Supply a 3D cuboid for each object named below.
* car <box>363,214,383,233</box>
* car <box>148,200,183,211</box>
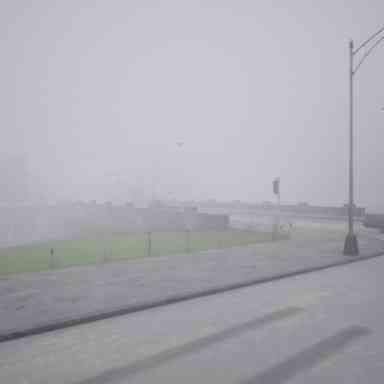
[{"bbox_3d":[11.991,1.588,17.442,2.033,1.411,5.357,0,0,-36],"label":"car"},{"bbox_3d":[-3.158,1.584,38.657,2.033,1.411,5.357,0,0,-36],"label":"car"}]
